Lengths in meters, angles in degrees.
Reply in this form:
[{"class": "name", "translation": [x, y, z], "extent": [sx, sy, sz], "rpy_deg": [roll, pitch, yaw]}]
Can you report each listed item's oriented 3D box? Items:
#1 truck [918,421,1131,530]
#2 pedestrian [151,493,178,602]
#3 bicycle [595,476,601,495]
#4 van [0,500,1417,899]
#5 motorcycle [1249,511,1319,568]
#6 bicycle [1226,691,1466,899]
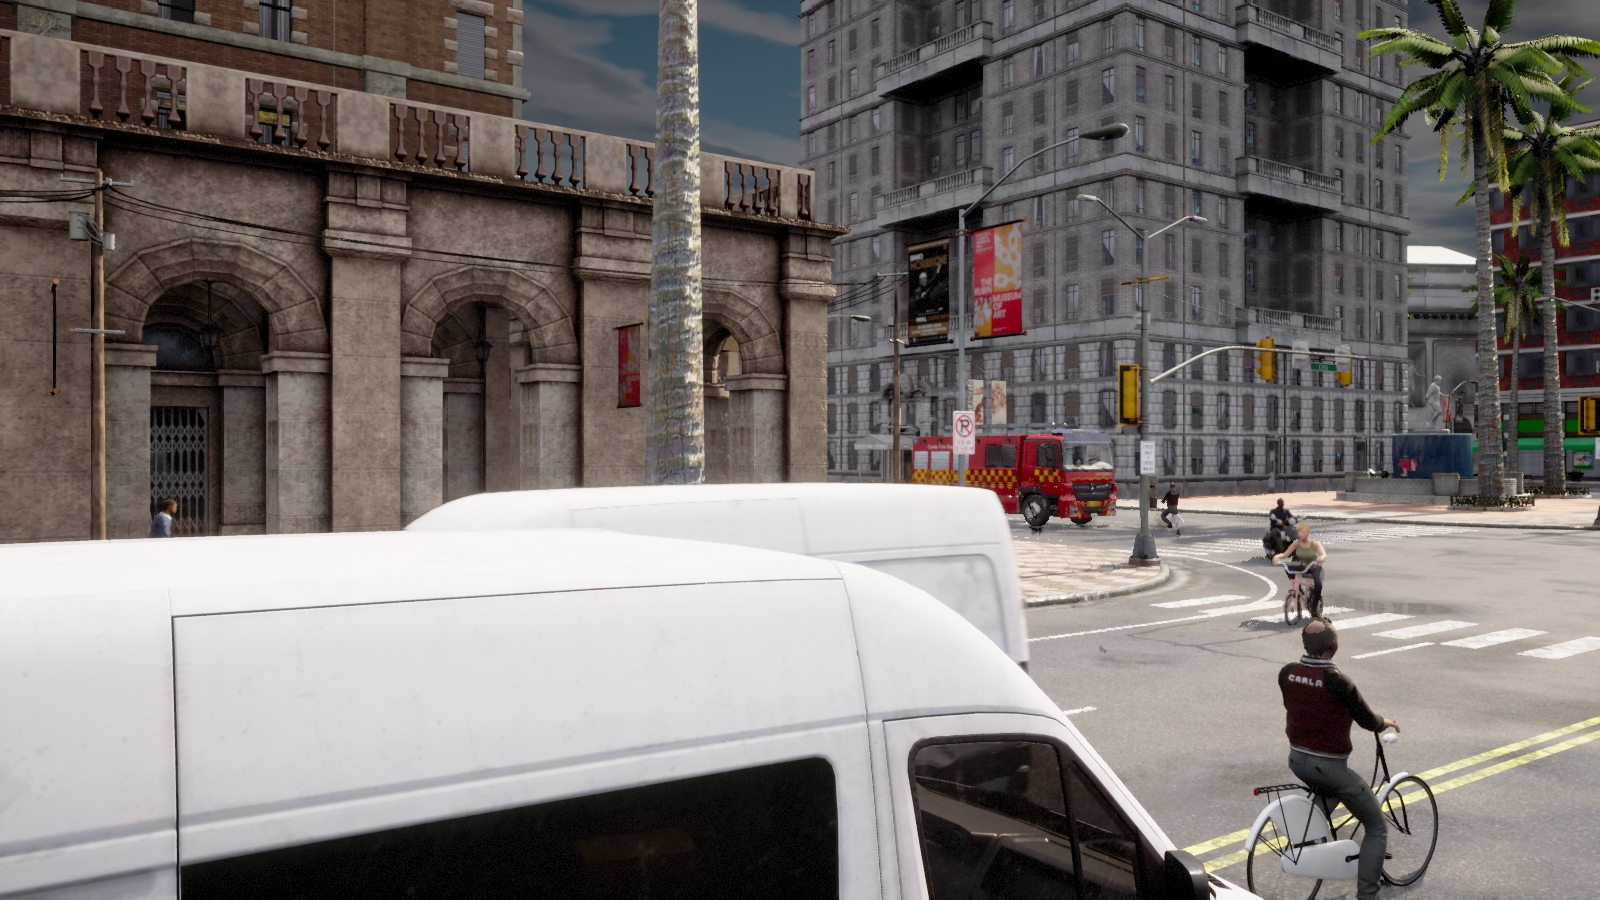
[{"class": "truck", "translation": [8.452, 0.890, 44.320], "extent": [2.891, 3.827, 8.468], "rpy_deg": [0, 0, -35]}, {"class": "pedestrian", "translation": [-11.126, 1.696, 19.995], "extent": [0.375, 1.860, 0.375], "rpy_deg": [0, 0, -35]}, {"class": "bicycle", "translation": [-12.612, 2.210, 71.312], "extent": [0.329, 1.171, 1.835], "rpy_deg": [0, 0, -13]}, {"class": "van", "translation": [-0.760, 1.534, 3.254], "extent": [5.915, 2.561, 1.988], "rpy_deg": [0, 0, -35]}, {"class": "motorcycle", "translation": [11.916, 2.182, 28.185], "extent": [0.856, 1.236, 1.805], "rpy_deg": [0, 0, -5]}, {"class": "bicycle", "translation": [3.417, 2.210, 7.085], "extent": [1.835, 1.171, 0.329], "rpy_deg": [0, 0, -29]}]
